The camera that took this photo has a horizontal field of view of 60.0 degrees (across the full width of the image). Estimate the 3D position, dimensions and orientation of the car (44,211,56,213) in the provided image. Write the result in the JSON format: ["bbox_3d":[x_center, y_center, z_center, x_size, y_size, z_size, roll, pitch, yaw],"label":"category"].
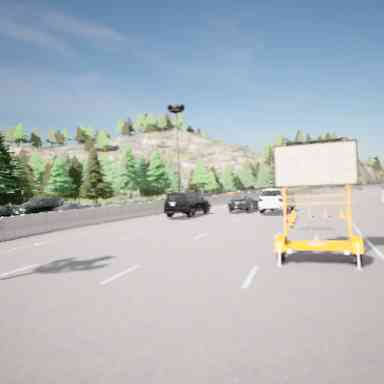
[{"bbox_3d":[-12.716,1.838,34.724,1.994,1.385,4.181,-2,0,24],"label":"car"}]

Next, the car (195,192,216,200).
[{"bbox_3d":[2.931,0.862,69.839,2.128,1.511,4.902,-2,1,34],"label":"car"}]

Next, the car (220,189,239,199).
[{"bbox_3d":[8.127,0.402,71.183,2.097,1.767,4.553,-2,1,35],"label":"car"}]

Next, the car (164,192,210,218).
[{"bbox_3d":[-0.367,1.027,28.333,2.150,2.045,5.566,-3,0,25],"label":"car"}]

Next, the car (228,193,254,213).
[{"bbox_3d":[4.851,1.059,31.022,2.128,1.511,4.902,-2,0,26],"label":"car"}]

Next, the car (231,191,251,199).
[{"bbox_3d":[10.067,0.596,67.872,2.128,1.511,4.902,-2,1,35],"label":"car"}]

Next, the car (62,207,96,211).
[{"bbox_3d":[-10.214,1.791,31.800,1.895,1.301,4.718,-2,0,24],"label":"car"}]

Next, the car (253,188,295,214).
[{"bbox_3d":[7.271,0.709,28.310,2.150,2.045,5.566,-3,0,26],"label":"car"}]

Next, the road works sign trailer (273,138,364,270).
[{"bbox_3d":[3.802,0.228,10.241,2.380,3.560,2.880,-2,0,21],"label":"road works sign trailer"}]

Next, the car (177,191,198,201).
[{"bbox_3d":[-0.918,0.865,70.427,2.097,1.767,4.553,-2,1,34],"label":"car"}]

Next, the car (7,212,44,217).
[{"bbox_3d":[-16.221,1.638,35.501,2.150,2.045,5.566,-2,0,24],"label":"car"}]
